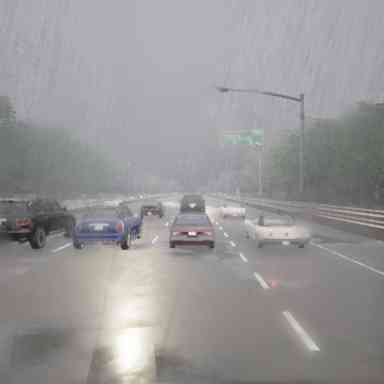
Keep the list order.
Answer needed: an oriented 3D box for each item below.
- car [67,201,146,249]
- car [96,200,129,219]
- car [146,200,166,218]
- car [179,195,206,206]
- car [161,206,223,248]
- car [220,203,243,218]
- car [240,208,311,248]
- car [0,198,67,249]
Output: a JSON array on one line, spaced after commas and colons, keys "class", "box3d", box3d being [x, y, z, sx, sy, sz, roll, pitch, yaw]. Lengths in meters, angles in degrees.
[{"class": "car", "box3d": [-3.489, 1.364, 14.586, 2.097, 1.767, 4.553, 0, 0, 0]}, {"class": "car", "box3d": [-6.952, 1.521, 29.617, 1.812, 1.442, 4.674, 0, 0, 0]}, {"class": "car", "box3d": [-3.452, 1.504, 29.606, 1.837, 1.490, 4.892, 0, 0, 0]}, {"class": "car", "box3d": [0.048, 1.246, 29.624, 2.150, 2.045, 5.566, 0, 0, 0]}, {"class": "car", "box3d": [0.011, 1.561, 14.610, 2.033, 1.411, 5.357, 0, 0, 0]}, {"class": "car", "box3d": [3.548, 1.604, 29.614, 1.895, 1.301, 4.718, 0, 0, 0]}, {"class": "car", "box3d": [3.511, 1.614, 14.635, 1.895, 1.301, 4.718, 0, 0, 0]}, {"class": "car", "box3d": [-6.988, 1.256, 14.651, 2.150, 2.045, 5.566, 0, 0, 0]}]
